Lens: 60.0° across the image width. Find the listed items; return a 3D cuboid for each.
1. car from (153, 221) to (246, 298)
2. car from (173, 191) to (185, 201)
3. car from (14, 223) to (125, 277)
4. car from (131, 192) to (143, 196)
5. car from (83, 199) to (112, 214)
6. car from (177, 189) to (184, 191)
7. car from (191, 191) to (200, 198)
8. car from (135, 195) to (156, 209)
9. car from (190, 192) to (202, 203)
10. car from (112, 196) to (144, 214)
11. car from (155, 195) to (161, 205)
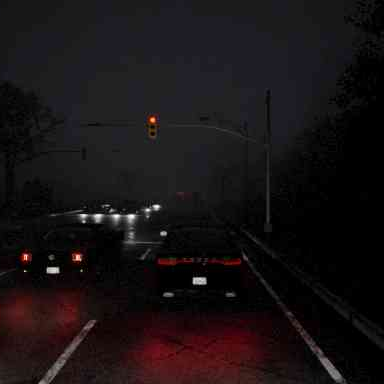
[{"bbox_3d":[0.157,1.478,8.564,1.882,1.535,5.008,0,0,0],"label":"car"},{"bbox_3d":[-2.779,1.070,66.912,2.033,1.411,5.357,0,3,1],"label":"car"},{"bbox_3d":[-3.368,1.601,10.241,1.895,1.301,4.718,0,0,-1],"label":"car"},{"bbox_3d":[-9.941,1.091,59.230,2.150,2.045,5.566,0,2,1],"label":"car"},{"bbox_3d":[-10.262,1.506,36.133,1.837,1.490,4.892,0,0,2],"label":"car"},{"bbox_3d":[-2.656,0.174,77.289,2.097,1.767,4.553,0,3,1],"label":"car"},{"bbox_3d":[0.848,0.561,77.644,1.895,1.301,4.718,0,3,1],"label":"car"},{"bbox_3d":[-6.618,1.526,46.204,1.812,1.442,4.674,0,0,1],"label":"car"},{"bbox_3d":[0.777,0.912,63.508,2.150,2.045,5.566,0,3,1],"label":"car"},{"bbox_3d":[-6.746,1.506,35.550,1.837,1.490,4.892,0,0,1],"label":"car"},{"bbox_3d":[-6.462,1.387,58.243,2.128,1.511,4.902,0,2,1],"label":"car"}]
